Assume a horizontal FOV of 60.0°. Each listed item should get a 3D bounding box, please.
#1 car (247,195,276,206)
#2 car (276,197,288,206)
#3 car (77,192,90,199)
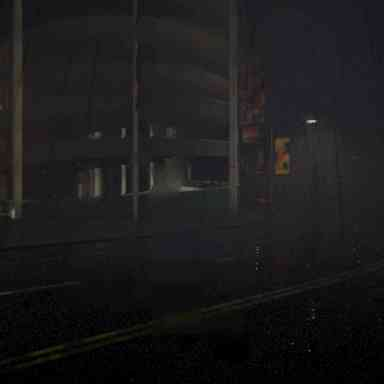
[{"bbox_3d":[10.961,1.328,54.092,2.097,1.767,4.553,0,0,-24],"label":"car"},{"bbox_3d":[14.093,1.540,55.622,1.994,1.385,4.181,0,0,-24],"label":"car"},{"bbox_3d":[-19.667,1.016,61.834,2.435,2.045,5.566,0,0,-35],"label":"car"}]
